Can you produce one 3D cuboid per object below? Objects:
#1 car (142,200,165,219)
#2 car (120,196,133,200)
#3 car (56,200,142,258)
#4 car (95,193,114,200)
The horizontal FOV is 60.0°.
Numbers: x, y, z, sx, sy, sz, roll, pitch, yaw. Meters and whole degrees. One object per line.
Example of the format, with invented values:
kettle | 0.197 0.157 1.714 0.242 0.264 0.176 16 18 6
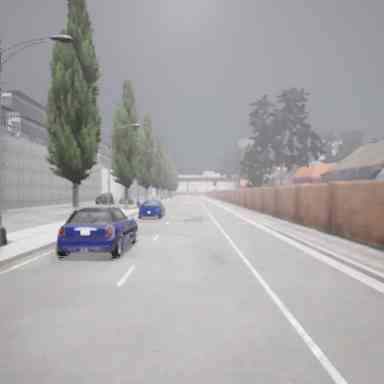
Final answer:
car | -3.445 1.466 29.264 1.882 1.535 5.008 0 0 0
car | -11.539 1.503 58.372 1.812 1.442 4.674 0 0 1
car | -3.455 1.346 12.959 2.097 1.767 4.553 0 0 0
car | -15.043 1.206 57.487 2.150 2.045 5.566 0 0 1
